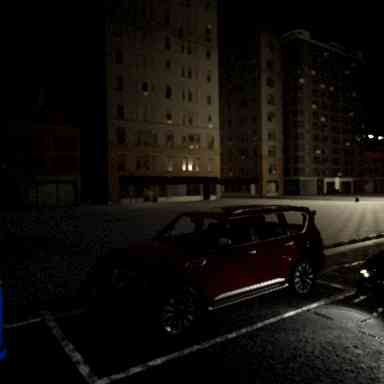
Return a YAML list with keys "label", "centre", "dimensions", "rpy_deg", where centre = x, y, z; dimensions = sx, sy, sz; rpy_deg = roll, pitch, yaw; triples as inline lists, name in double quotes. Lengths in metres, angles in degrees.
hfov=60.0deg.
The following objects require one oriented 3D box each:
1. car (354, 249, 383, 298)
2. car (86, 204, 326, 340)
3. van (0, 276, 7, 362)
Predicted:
- label: "car"
  centre: [5.679, 1.351, 7.077]
  dimensions: [5.357, 1.411, 2.033]
  rpy_deg: [-2, 1, -35]
- label: "car"
  centre: [0.572, 1.220, 6.575]
  dimensions: [5.009, 1.841, 2.192]
  rpy_deg: [-2, 1, -35]
- label: "van"
  centre: [-4.066, 1.376, 3.300]
  dimensions: [3.998, 1.788, 1.690]
  rpy_deg: [-2, 1, -35]
